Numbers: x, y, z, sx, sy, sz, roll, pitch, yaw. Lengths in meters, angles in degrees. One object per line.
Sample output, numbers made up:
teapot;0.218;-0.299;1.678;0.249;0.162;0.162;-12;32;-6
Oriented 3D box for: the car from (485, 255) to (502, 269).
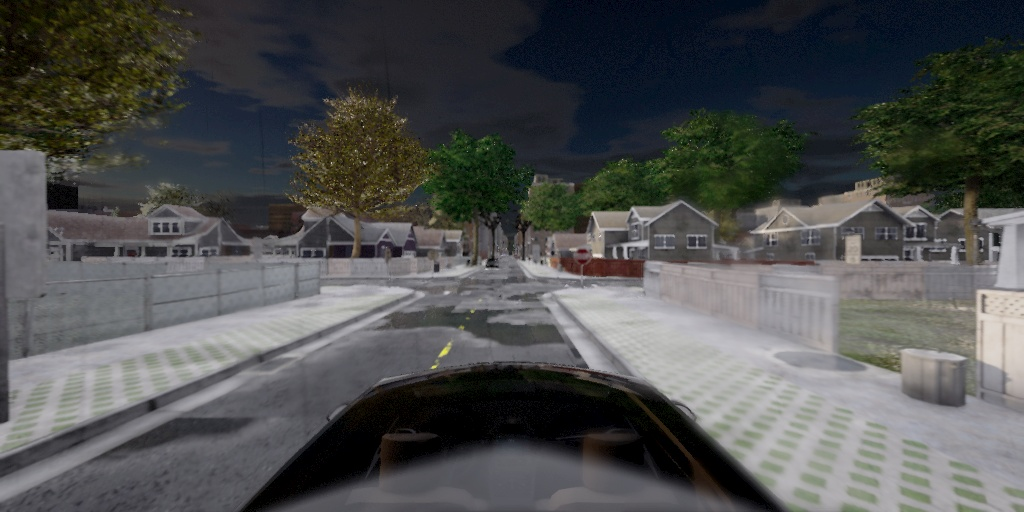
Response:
car;-2.763;1.067;51.356;1.837;1.490;4.892;0;2;0
